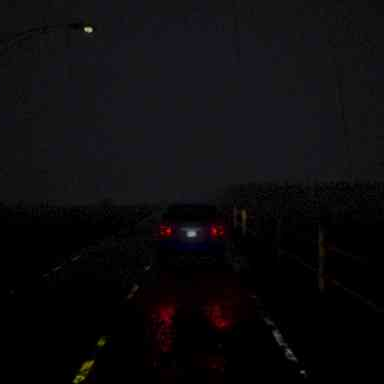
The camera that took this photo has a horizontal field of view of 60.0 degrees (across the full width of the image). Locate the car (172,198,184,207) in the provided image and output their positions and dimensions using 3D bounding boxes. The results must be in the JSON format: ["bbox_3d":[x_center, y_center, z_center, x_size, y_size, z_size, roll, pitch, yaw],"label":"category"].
[{"bbox_3d":[-2.777,2.002,65.363,2.097,1.767,4.553,0,-1,0],"label":"car"}]

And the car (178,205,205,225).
[{"bbox_3d":[0.007,1.818,27.544,2.033,1.411,5.357,0,-1,1],"label":"car"}]

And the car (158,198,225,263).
[{"bbox_3d":[0.009,1.348,12.576,2.150,2.045,5.566,0,0,0],"label":"car"}]
